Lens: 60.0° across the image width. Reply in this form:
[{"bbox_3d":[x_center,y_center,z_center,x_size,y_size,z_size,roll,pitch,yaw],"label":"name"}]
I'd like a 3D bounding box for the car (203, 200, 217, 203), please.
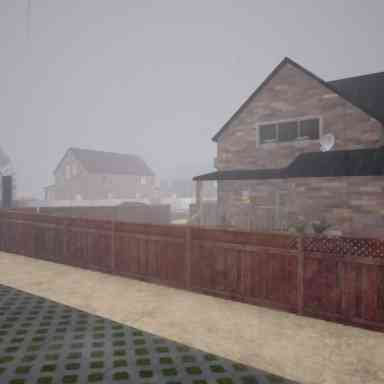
[{"bbox_3d":[1.884,1.716,42.964,1.882,1.535,5.008,0,0,35],"label":"car"}]

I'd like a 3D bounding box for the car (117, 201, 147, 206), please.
[{"bbox_3d":[-6.100,1.649,31.741,1.837,1.490,4.892,0,1,35],"label":"car"}]

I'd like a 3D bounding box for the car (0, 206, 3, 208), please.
[{"bbox_3d":[-13.239,1.621,21.756,2.033,1.411,5.357,0,0,37],"label":"car"}]
